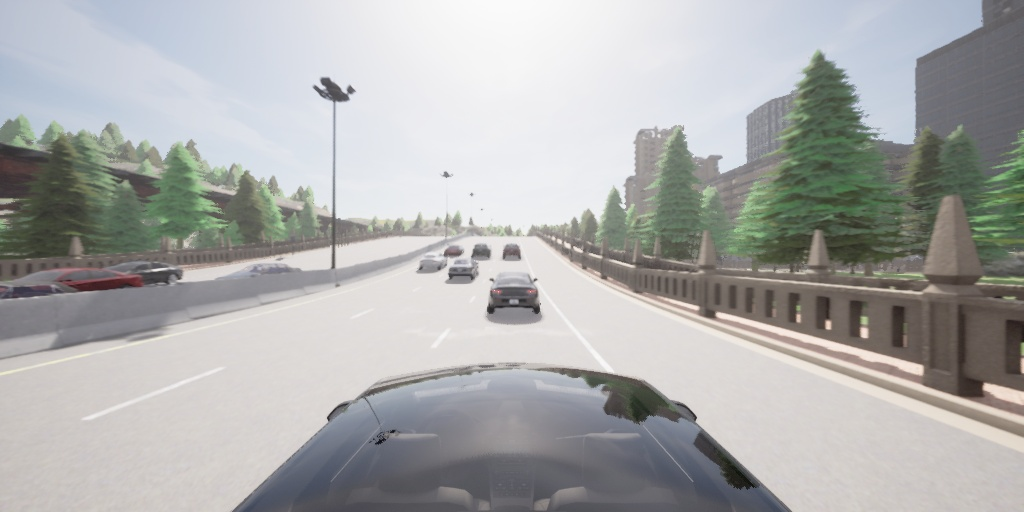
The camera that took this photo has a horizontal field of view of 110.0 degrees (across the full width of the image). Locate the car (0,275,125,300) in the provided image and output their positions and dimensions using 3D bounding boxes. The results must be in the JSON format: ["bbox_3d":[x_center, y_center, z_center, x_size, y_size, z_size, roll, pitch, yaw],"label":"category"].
[{"bbox_3d":[-14.116,1.388,9.759,1.895,1.301,4.718,0,0,0],"label":"car"}]

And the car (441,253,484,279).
[{"bbox_3d":[-3.480,0.823,26.316,2.033,1.411,5.357,0,4,0],"label":"car"}]

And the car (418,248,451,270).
[{"bbox_3d":[-6.988,0.369,32.021,1.812,1.442,4.674,0,5,0],"label":"car"}]

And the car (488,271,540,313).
[{"bbox_3d":[0.063,1.301,14.154,1.812,1.442,4.674,0,1,0],"label":"car"}]

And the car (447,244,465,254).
[{"bbox_3d":[-7.046,-0.844,44.270,1.994,1.385,4.181,0,6,0],"label":"car"}]

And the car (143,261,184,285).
[{"bbox_3d":[-21.124,1.081,20.010,1.837,1.490,4.892,0,2,0],"label":"car"}]

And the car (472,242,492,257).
[{"bbox_3d":[-3.537,-0.882,42.681,2.097,1.767,4.553,0,6,0],"label":"car"}]

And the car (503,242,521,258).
[{"bbox_3d":[-0.038,-0.846,42.399,2.097,1.767,4.553,0,6,0],"label":"car"}]

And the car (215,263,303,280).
[{"bbox_3d":[-14.125,1.114,20.474,2.033,1.411,5.357,0,2,0],"label":"car"}]

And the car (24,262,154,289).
[{"bbox_3d":[-17.624,1.224,14.096,1.882,1.535,5.008,0,1,0],"label":"car"}]
